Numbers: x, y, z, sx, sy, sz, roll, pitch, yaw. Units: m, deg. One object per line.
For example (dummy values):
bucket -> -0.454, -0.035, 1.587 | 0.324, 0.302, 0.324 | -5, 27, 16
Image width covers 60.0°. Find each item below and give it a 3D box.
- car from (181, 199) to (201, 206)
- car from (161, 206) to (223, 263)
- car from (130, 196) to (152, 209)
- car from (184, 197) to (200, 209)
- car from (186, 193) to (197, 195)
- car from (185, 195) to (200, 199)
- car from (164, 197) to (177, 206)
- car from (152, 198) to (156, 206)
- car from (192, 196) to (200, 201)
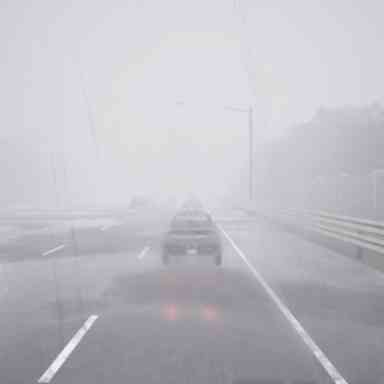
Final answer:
car -> -0.007, 1.521, 28.431 | 1.895, 1.301, 4.718 | 0, 0, 0
car -> -0.004, 1.457, 11.734 | 2.128, 1.511, 4.902 | 0, 0, 0
car -> -7.015, 1.276, 44.847 | 2.097, 1.767, 4.553 | 0, 0, 0
car -> -0.022, 1.462, 44.484 | 1.994, 1.385, 4.181 | 0, 0, 0
car -> 0.023, 1.105, 53.623 | 2.150, 2.045, 5.566 | 0, 0, 1
car -> -0.009, 1.446, 39.651 | 2.033, 1.411, 5.357 | 0, 0, 0
car -> -3.475, 1.450, 53.666 | 2.033, 1.411, 5.357 | 0, 0, 1
car -> -6.969, 1.522, 53.910 | 1.895, 1.301, 4.718 | 0, 0, 1
car -> 1.081, 1.641, 86.704 | 1.895, 1.301, 4.718 | 0, -1, 2
